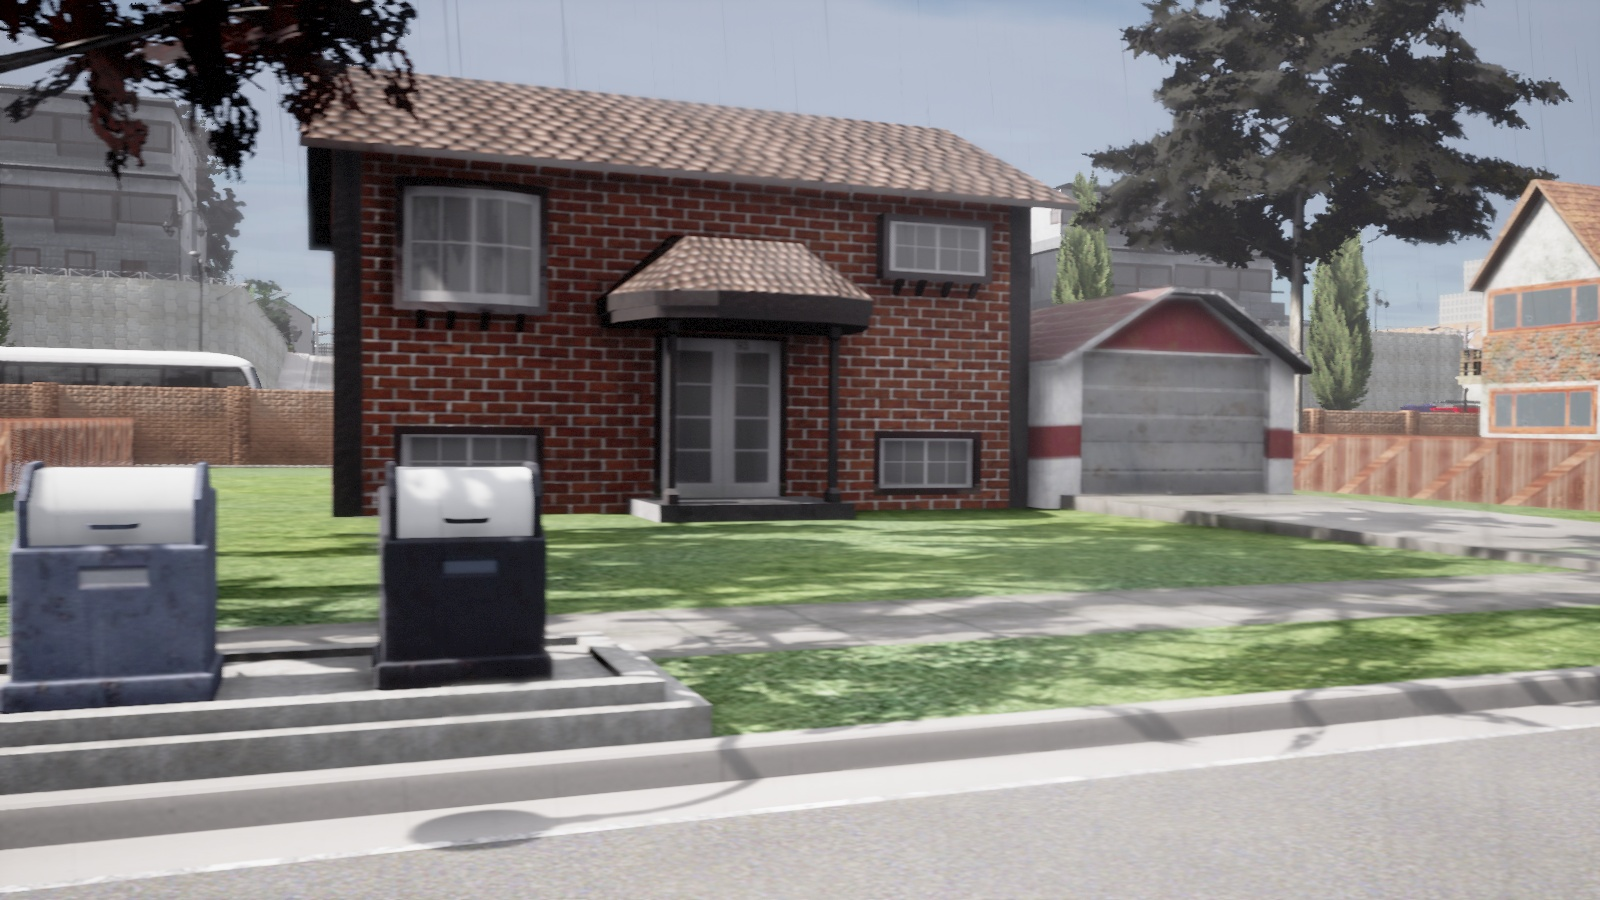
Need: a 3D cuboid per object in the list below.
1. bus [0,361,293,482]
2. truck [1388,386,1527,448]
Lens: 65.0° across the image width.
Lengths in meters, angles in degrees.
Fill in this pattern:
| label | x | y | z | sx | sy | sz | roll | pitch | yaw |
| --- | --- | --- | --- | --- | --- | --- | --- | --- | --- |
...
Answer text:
| label | x | y | z | sx | sy | sz | roll | pitch | yaw |
| --- | --- | --- | --- | --- | --- | --- | --- | --- | --- |
| bus | -24.860 | -1.086 | 47.665 | 10.273 | 4.253 | 3.944 | -1 | 1 | -21 |
| truck | 42.063 | -2.129 | 80.356 | 8.468 | 3.827 | 2.891 | -1 | 1 | -20 |
